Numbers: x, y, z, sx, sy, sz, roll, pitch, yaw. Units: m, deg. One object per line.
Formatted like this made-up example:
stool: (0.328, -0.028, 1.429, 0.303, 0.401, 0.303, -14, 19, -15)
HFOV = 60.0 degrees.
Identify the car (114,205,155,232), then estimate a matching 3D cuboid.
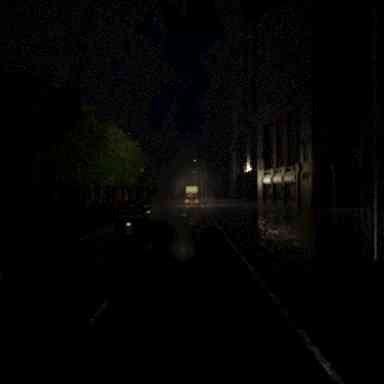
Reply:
car: (-3.407, 1.523, 20.283, 2.128, 1.511, 4.902, 0, 0, 0)

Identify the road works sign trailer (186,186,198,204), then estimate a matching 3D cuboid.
road works sign trailer: (-0.025, 0.572, 66.449, 2.380, 3.560, 2.880, 0, 0, 0)
